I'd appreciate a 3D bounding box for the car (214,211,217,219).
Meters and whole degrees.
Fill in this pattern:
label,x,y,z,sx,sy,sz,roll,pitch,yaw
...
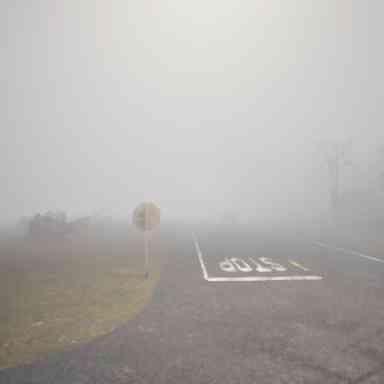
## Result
label,x,y,z,sx,sy,sz,roll,pitch,yaw
car,4.824,3.859,56.324,1.895,1.301,4.718,-1,-2,-1

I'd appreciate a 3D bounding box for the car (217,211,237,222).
label,x,y,z,sx,sy,sz,roll,pitch,yaw
car,5.034,3.410,46.331,1.994,1.385,4.181,-1,-2,-1
